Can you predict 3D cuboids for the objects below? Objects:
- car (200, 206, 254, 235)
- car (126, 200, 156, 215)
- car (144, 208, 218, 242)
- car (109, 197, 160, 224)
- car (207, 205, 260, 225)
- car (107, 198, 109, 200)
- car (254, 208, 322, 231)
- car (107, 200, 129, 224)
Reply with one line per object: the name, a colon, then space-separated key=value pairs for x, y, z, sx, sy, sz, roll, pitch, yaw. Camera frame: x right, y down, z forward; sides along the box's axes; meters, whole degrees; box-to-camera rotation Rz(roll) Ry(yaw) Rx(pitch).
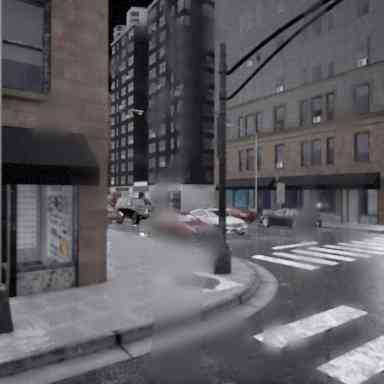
car: x=1.148 y=1.666 z=19.168 sx=1.812 sy=1.442 sz=4.674 roll=0 pitch=-1 yaw=-33
car: x=-6.262 y=1.826 z=40.175 sx=1.967 sy=1.590 sz=4.097 roll=0 pitch=0 yaw=-35
car: x=-0.570 y=1.703 z=17.141 sx=1.802 sy=1.307 sz=4.206 roll=0 pitch=0 yaw=-35
car: x=-4.527 y=1.462 z=27.309 sx=2.150 sy=2.045 sz=5.566 roll=0 pitch=-1 yaw=-35
car: x=3.239 y=1.799 z=26.577 sx=1.802 sy=1.307 sz=4.206 roll=0 pitch=0 yaw=-35
car: x=-12.595 y=1.815 z=49.241 sx=2.192 sy=1.841 sz=5.009 roll=0 pitch=0 yaw=-35
car: x=6.404 y=1.713 z=22.045 sx=2.008 sy=1.369 sz=4.403 roll=0 pitch=0 yaw=-35
car: x=-6.905 y=1.673 z=26.209 sx=1.967 sy=1.590 sz=4.097 roll=0 pitch=0 yaw=-35
